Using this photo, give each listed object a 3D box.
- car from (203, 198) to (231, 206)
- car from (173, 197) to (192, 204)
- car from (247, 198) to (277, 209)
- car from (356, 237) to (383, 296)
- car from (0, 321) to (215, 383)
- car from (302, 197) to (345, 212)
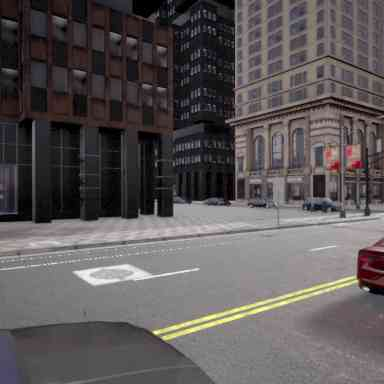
[{"bbox_3d":[3.995,1.593,53.451,2.033,1.411,5.357,0,0,-35],"label":"car"},{"bbox_3d":[-2.118,1.607,62.157,2.033,1.411,5.357,0,0,-35],"label":"car"},{"bbox_3d":[9.688,1.525,45.386,2.128,1.511,4.902,0,0,-35],"label":"car"},{"bbox_3d":[5.708,1.477,7.516,5.008,1.535,1.882,0,0,-36],"label":"car"},{"bbox_3d":[-2.306,1.547,1.799,5.357,1.411,2.033,0,0,-35],"label":"car"},{"bbox_3d":[14.966,1.376,37.922,2.097,1.767,4.553,0,0,-35],"label":"car"}]
